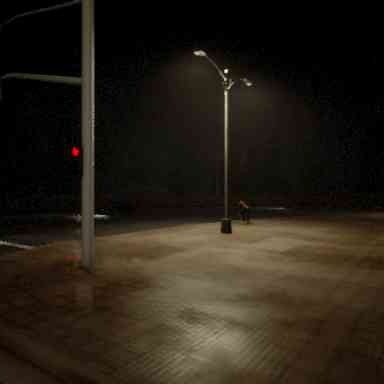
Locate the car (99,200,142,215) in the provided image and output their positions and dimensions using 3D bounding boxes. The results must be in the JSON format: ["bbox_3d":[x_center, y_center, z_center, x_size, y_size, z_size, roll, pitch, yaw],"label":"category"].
[{"bbox_3d":[-6.860,1.481,32.182,1.994,1.385,4.181,0,0,44],"label":"car"}]

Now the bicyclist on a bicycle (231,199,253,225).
[{"bbox_3d":[3.105,1.235,20.793,1.656,1.620,0.582,0,0,42],"label":"bicyclist on a bicycle"}]

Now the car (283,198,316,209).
[{"bbox_3d":[14.351,1.493,44.266,4.181,1.385,1.994,0,0,-13],"label":"car"}]
